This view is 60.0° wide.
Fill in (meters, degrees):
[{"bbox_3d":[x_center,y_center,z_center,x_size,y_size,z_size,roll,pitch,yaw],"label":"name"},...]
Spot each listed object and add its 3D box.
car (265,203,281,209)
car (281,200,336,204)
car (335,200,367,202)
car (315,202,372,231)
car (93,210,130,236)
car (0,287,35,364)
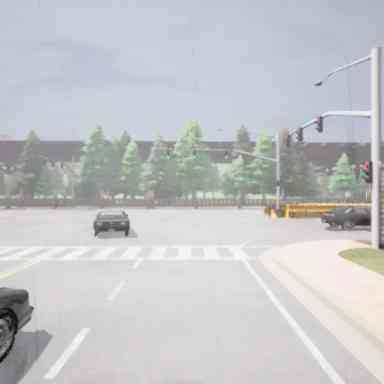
[{"bbox_3d":[11.748,1.820,42.265,4.718,1.301,1.895,0,0,-2],"label":"car"},{"bbox_3d":[12.286,1.784,35.246,4.718,1.301,1.895,0,0,-3],"label":"car"},{"bbox_3d":[17.236,1.694,38.932,4.902,1.511,2.128,0,0,-2],"label":"car"},{"bbox_3d":[10.767,1.601,21.074,4.902,1.511,2.128,0,0,-3],"label":"car"},{"bbox_3d":[-4.692,1.701,19.404,1.895,1.301,4.718,0,0,-13],"label":"car"},{"bbox_3d":[-3.400,1.562,2.763,2.033,1.411,5.357,0,0,0],"label":"car"}]
